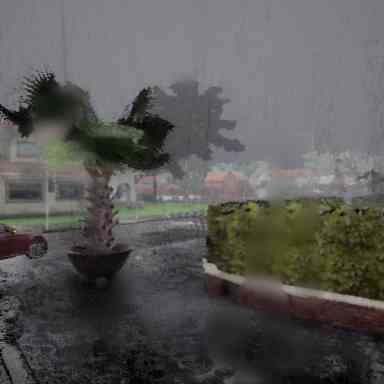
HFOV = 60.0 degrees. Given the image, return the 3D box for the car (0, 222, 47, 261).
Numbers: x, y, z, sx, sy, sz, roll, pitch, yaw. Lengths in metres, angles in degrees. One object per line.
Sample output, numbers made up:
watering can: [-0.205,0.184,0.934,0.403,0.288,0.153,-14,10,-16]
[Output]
car: [-6.338,1.494,9.685,1.812,1.442,4.674,-1,0,15]
